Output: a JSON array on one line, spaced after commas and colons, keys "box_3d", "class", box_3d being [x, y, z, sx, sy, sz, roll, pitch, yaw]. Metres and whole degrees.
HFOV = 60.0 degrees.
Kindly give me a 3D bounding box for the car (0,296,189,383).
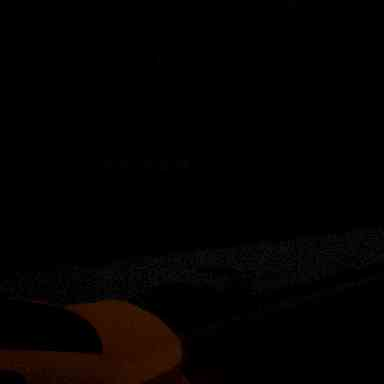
[{"box_3d": [-2.342, 1.478, 1.707, 5.008, 1.535, 1.882, 0, 0, -35], "class": "car"}]
